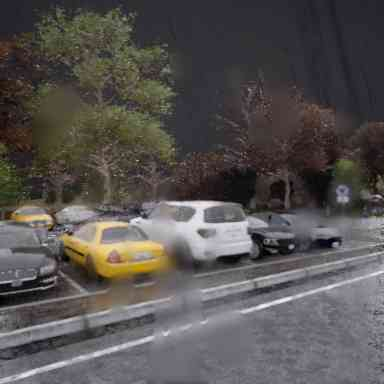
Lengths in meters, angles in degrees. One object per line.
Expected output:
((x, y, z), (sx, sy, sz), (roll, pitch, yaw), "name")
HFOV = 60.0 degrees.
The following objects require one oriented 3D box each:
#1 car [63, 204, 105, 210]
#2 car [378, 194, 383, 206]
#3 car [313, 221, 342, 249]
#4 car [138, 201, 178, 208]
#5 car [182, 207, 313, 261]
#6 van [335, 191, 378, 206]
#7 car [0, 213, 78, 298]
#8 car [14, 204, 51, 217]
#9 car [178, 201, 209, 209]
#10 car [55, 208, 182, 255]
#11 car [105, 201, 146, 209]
((-7.837, 1.612, 22.447), (2.002, 1.452, 4.674), (0, 0, -35), "car")
((23.033, 1.053, 44.530), (2.002, 1.452, 4.674), (0, 0, -35), "car")
((4.241, 1.643, 14.925), (2.163, 1.488, 4.792), (0, 0, -35), "car")
((-3.429, 1.482, 25.595), (2.185, 1.767, 4.553), (0, 0, -35), "car")
((1.952, 1.595, 13.354), (2.097, 1.535, 5.008), (0, 0, -35), "car")
((20.921, 0.792, 42.885), (1.878, 1.987, 4.442), (0, 1, -35), "van")
((-4.857, 1.542, 8.557), (2.231, 1.521, 4.892), (0, 0, -35), "car")
((-9.996, 1.551, 20.702), (1.946, 1.575, 5.366), (0, 0, -35), "car")
((-1.144, 1.625, 27.162), (2.097, 1.535, 5.008), (0, 0, -35), "car")
((-3.131, 1.641, 15.197), (5.357, 1.411, 2.033), (0, 0, -35), "car")
((-5.558, 1.620, 24.021), (2.163, 1.488, 4.792), (0, 0, -35), "car")
